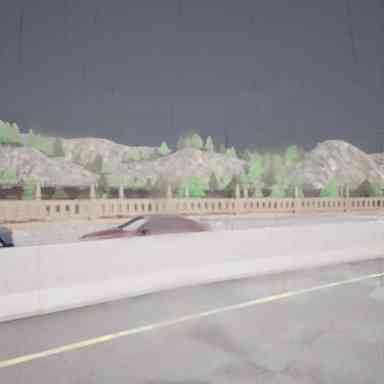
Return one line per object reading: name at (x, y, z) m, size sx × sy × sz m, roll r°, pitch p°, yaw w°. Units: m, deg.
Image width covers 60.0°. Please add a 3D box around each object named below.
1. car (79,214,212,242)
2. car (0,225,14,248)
car at (-1.399, 1.484, 11.177) m, size 4.674 × 1.442 × 1.812 m, roll 0°, pitch 0°, yaw -31°
car at (-8.176, 1.506, 10.863) m, size 4.181 × 1.385 × 1.994 m, roll 0°, pitch 0°, yaw -35°
